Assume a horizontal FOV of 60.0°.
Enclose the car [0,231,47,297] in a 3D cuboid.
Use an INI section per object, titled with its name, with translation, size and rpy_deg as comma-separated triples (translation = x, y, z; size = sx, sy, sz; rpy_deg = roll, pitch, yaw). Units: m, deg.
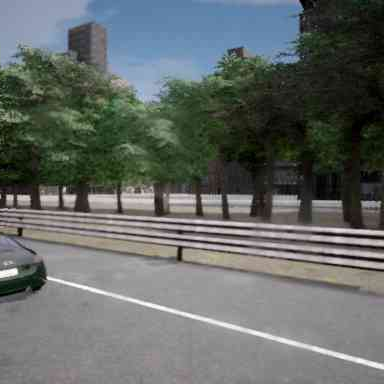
[car]
translation = -5.247, 1.564, 7.709
size = 4.181, 1.385, 1.994
rpy_deg = 0, 0, 35
